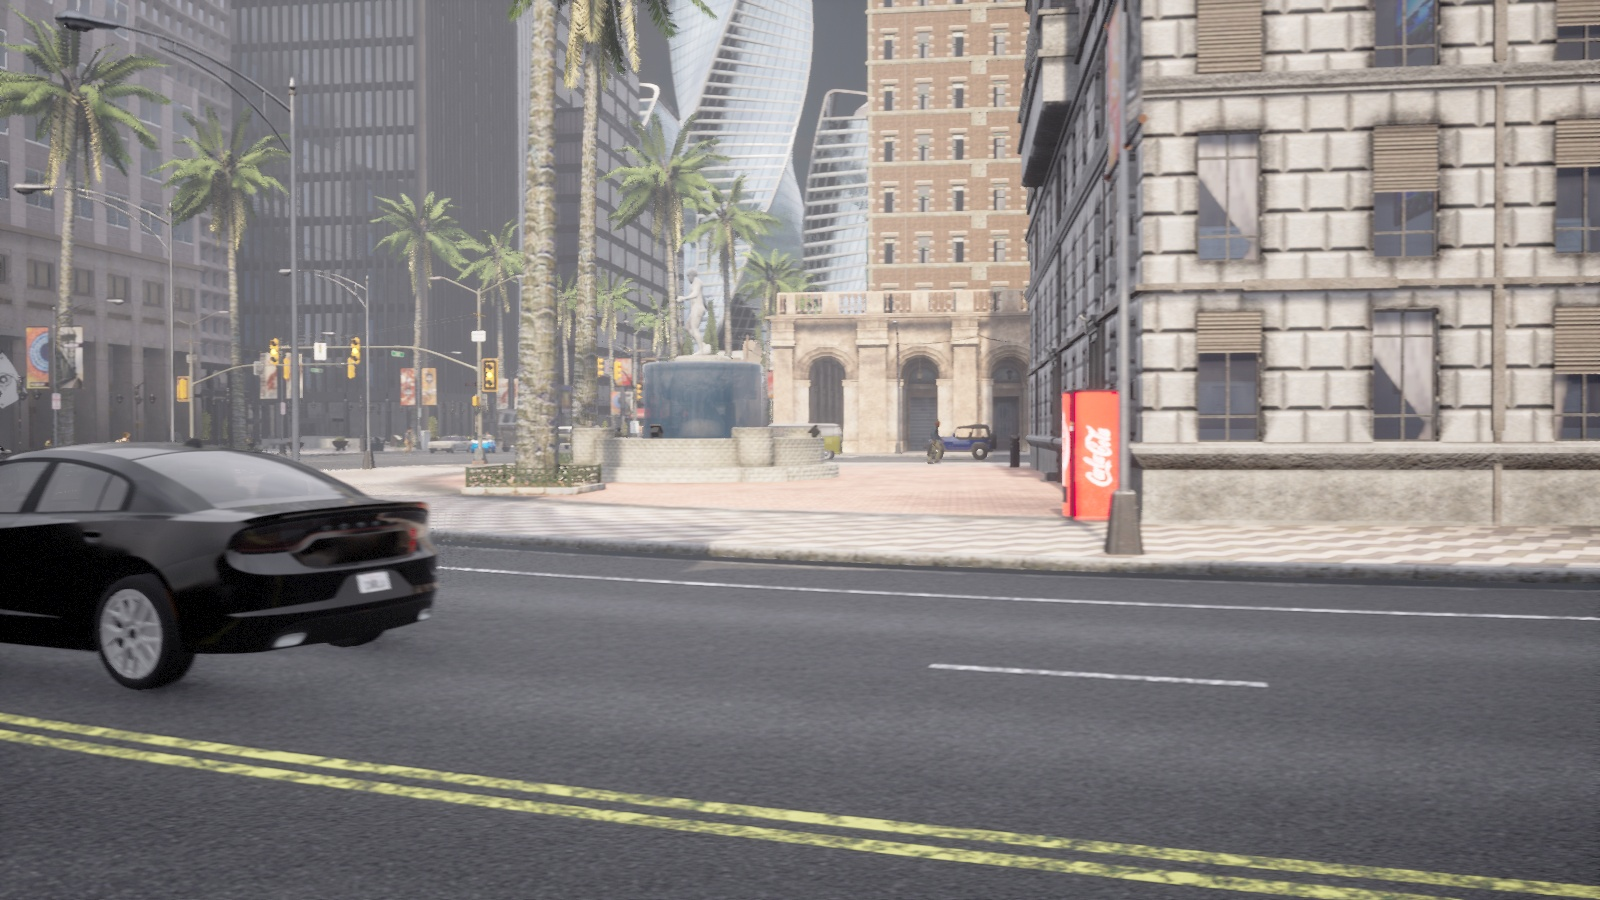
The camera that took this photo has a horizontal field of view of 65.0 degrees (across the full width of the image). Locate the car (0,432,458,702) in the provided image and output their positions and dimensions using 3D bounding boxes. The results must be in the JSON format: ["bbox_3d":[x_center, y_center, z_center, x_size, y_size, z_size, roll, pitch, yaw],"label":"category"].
[{"bbox_3d":[-5.085,0.644,9.146,5.008,1.535,1.882,1,1,26],"label":"car"}]

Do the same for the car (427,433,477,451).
[{"bbox_3d":[-25.932,-0.613,93.792,1.895,1.301,4.718,0,1,8],"label":"car"}]

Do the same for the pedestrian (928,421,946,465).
[{"bbox_3d":[5.703,-0.292,52.103,0.726,1.835,0.370,0,1,5],"label":"pedestrian"}]

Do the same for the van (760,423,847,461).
[{"bbox_3d":[0.212,-0.453,67.440,4.442,1.987,1.775,0,1,8],"label":"van"}]

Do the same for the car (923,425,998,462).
[{"bbox_3d":[8.508,-0.360,66.326,3.866,1.878,1.905,0,1,8],"label":"car"}]

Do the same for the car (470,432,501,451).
[{"bbox_3d":[-22.782,-0.604,91.045,1.481,1.376,2.207,0,1,8],"label":"car"}]
